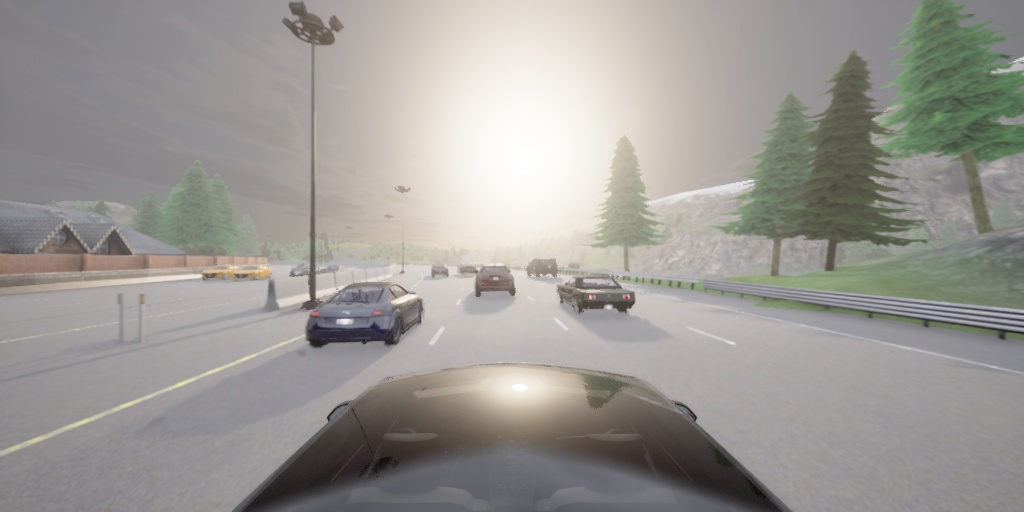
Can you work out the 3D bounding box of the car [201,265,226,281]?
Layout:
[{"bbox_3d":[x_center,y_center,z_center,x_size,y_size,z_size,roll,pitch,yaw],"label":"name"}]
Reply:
[{"bbox_3d":[-28.971,1.605,36.080,1.882,1.535,5.008,0,-1,-14],"label":"car"}]

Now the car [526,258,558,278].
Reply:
[{"bbox_3d":[3.157,1.251,38.735,2.150,2.045,5.566,0,0,-13],"label":"car"}]

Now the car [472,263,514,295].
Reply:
[{"bbox_3d":[-1.107,1.257,21.082,2.097,1.767,4.553,0,-1,-6],"label":"car"}]

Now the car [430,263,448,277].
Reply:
[{"bbox_3d":[-8.566,1.590,42.050,2.128,1.511,4.902,0,0,-15],"label":"car"}]

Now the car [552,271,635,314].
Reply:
[{"bbox_3d":[3.083,1.438,14.310,1.895,1.301,4.718,0,0,-4],"label":"car"}]

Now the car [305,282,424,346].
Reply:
[{"bbox_3d":[-3.674,1.390,9.675,1.994,1.385,4.181,0,0,-3],"label":"car"}]

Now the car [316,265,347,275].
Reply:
[{"bbox_3d":[-18.408,1.644,37.149,2.033,1.411,5.357,0,-1,-13],"label":"car"}]

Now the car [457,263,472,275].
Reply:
[{"bbox_3d":[-5.843,1.593,45.604,1.882,1.535,5.008,0,0,-16],"label":"car"}]

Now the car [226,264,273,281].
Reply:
[{"bbox_3d":[-25.058,1.580,34.805,1.882,1.535,5.008,0,0,-13],"label":"car"}]

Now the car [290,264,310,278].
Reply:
[{"bbox_3d":[-22.479,1.618,38.958,2.128,1.511,4.902,0,-1,-14],"label":"car"}]
